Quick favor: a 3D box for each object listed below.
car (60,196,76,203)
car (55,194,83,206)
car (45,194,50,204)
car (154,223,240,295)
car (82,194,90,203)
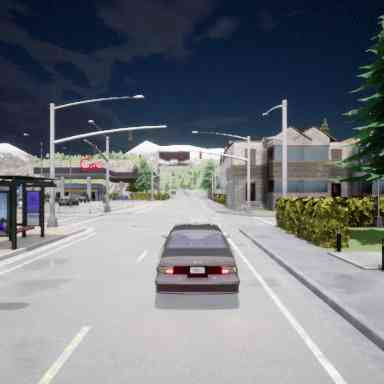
[{"bbox_3d":[-25.896,1.552,69.582,1.970,1.475,3.806,0,0,0],"label":"car"},{"bbox_3d":[-18.882,1.490,51.105,2.007,1.523,4.514,0,0,0],"label":"car"},{"bbox_3d":[-25.842,1.289,61.103,1.932,1.855,4.605,0,0,0],"label":"car"},{"bbox_3d":[0.107,1.547,8.895,2.033,1.411,5.357,0,0,0],"label":"car"},{"bbox_3d":[-22.571,1.268,68.977,1.905,1.878,3.866,0,0,0],"label":"car"}]
